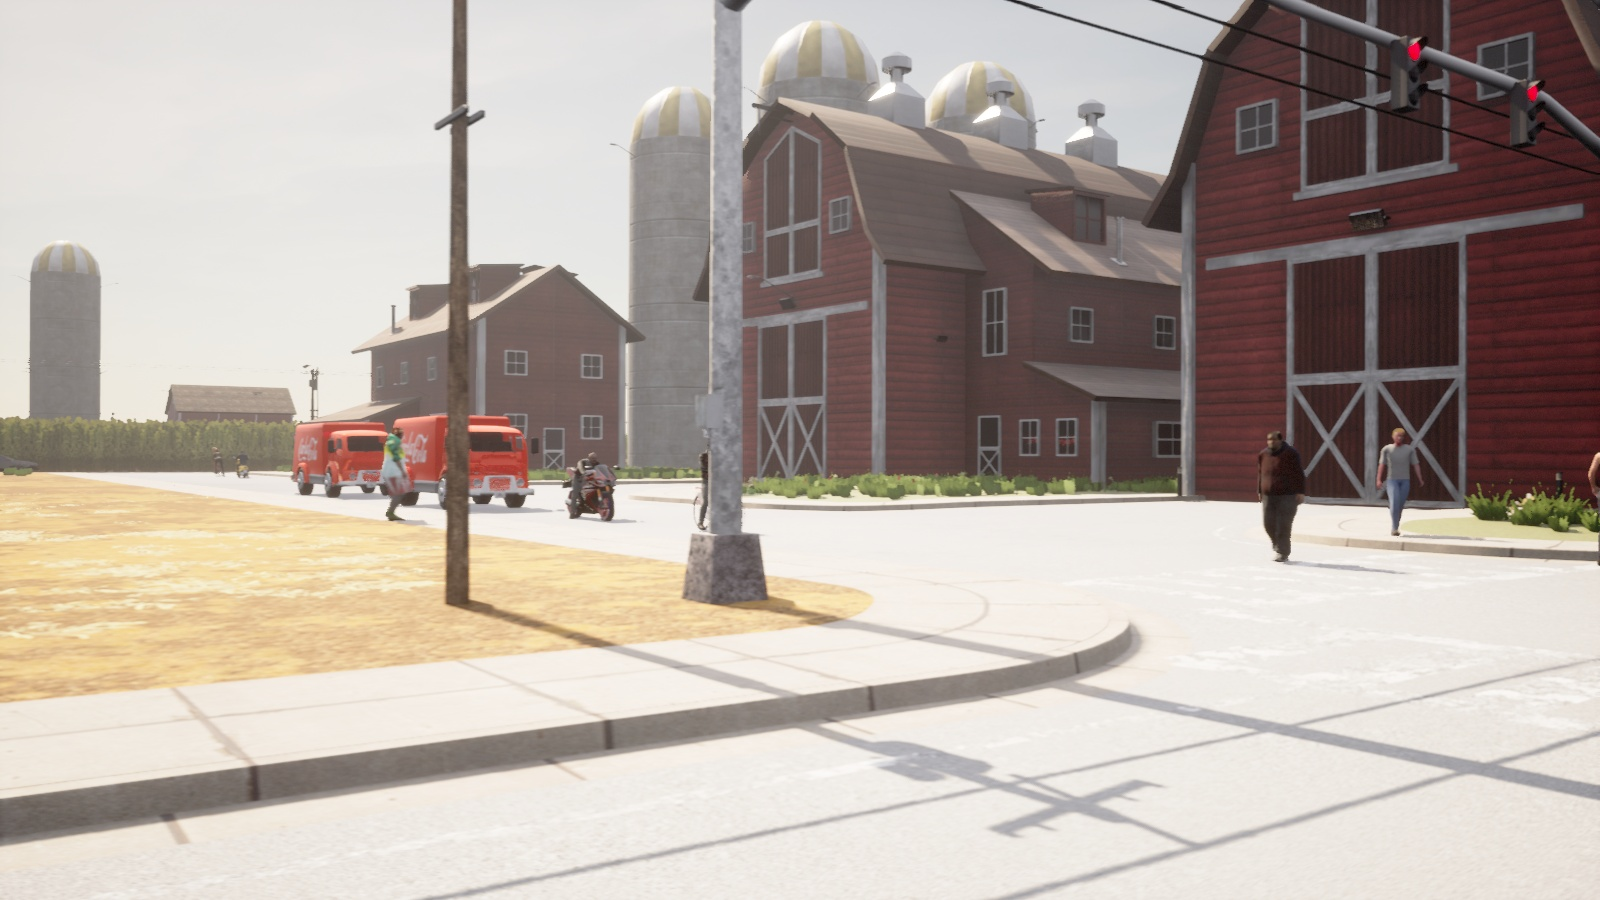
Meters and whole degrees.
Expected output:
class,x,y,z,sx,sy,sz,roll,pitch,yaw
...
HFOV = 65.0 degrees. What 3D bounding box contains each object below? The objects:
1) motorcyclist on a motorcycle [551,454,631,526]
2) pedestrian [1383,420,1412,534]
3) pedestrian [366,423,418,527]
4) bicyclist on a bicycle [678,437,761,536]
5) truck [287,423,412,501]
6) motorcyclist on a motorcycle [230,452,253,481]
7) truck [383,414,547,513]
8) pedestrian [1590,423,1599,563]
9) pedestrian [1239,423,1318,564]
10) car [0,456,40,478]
class,x,y,z,sx,sy,sz,roll,pitch,yaw
motorcyclist on a motorcycle,-4.659,0.850,27.880,0.866,1.530,2.191,0,0,-36
pedestrian,9.785,0.434,20.582,0.354,1.836,0.706,0,0,19
pedestrian,-7.839,0.467,24.109,0.873,1.952,0.659,0,0,-26
bicyclist on a bicycle,-1.526,0.663,23.545,0.659,1.776,1.843,0,-1,-36
truck,-15.388,0.368,42.707,2.627,2.467,5.204,-1,1,-36
motorcyclist on a motorcycle,-31.653,0.936,71.183,0.866,1.590,1.817,0,0,-36
truck,-9.203,0.353,34.162,2.627,2.467,5.204,0,0,-36
pedestrian,10.766,0.564,16.616,0.594,1.836,0.345,0,0,-39
pedestrian,6.491,0.571,17.035,0.899,1.844,0.634,0,0,-39
car,-52.430,1.108,81.400,5.357,1.411,2.033,0,0,-35
